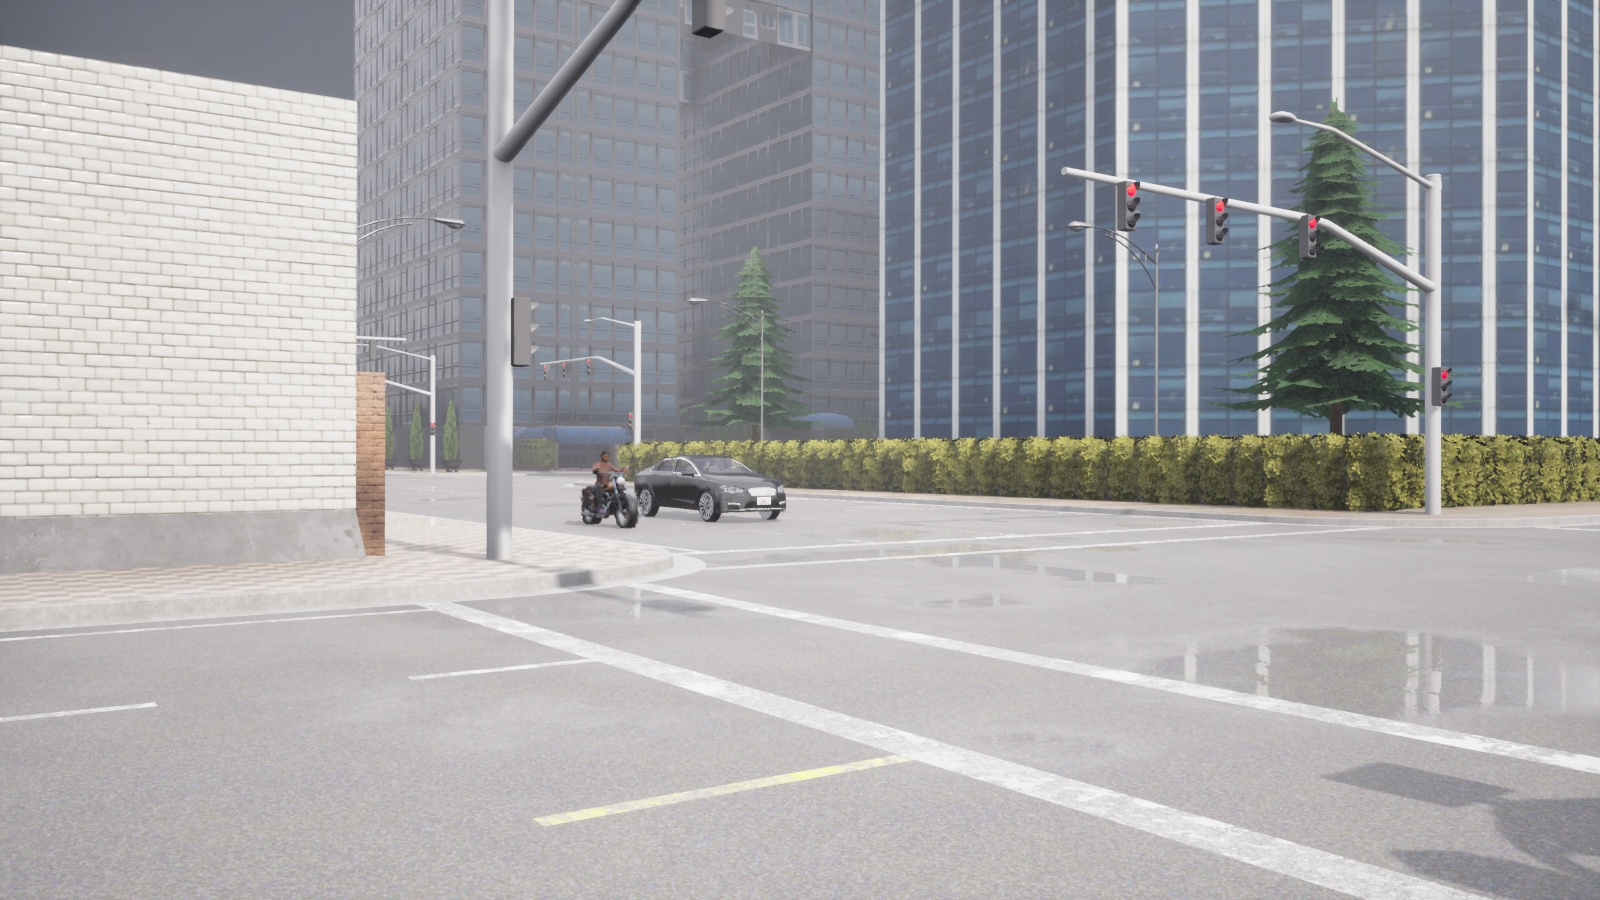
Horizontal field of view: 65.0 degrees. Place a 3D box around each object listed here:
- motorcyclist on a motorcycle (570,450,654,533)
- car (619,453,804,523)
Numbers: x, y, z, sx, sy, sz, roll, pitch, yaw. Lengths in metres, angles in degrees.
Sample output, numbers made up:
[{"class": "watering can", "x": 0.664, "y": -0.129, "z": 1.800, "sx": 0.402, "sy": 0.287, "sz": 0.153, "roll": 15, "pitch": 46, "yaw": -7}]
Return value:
[{"class": "motorcyclist on a motorcycle", "x": -3.920, "y": 0.823, "z": 26.054, "sx": 0.766, "sy": 1.649, "sz": 2.350, "roll": 0, "pitch": 0, "yaw": -35}, {"class": "car", "x": -2.194, "y": 0.834, "z": 29.697, "sx": 2.128, "sy": 1.511, "sz": 4.902, "roll": 0, "pitch": 0, "yaw": -35}]
